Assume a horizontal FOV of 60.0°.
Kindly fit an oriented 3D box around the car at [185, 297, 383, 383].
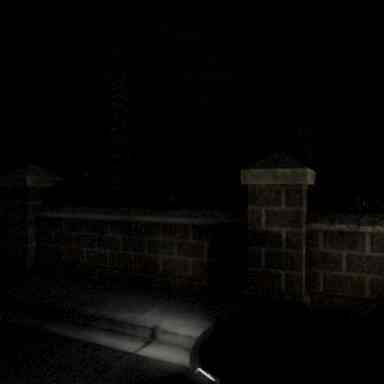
[{"bbox_3d":[2.191,1.524,2.538,4.674,1.442,1.812,0,0,25],"label":"car"}]
